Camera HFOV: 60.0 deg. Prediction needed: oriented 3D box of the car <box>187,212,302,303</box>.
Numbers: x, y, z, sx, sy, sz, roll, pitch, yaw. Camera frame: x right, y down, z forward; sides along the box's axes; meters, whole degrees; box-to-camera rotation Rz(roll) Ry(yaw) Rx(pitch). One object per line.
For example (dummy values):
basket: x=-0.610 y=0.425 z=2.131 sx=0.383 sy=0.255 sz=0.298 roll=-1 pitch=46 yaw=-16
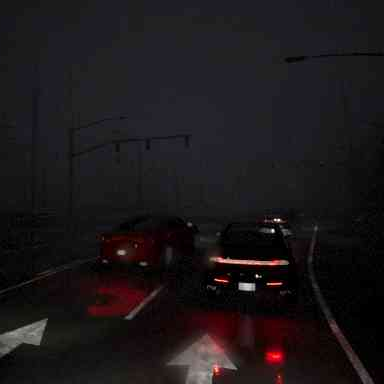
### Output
car: x=1.548 y=1.492 z=8.347 sx=2.128 sy=1.511 sz=4.902 roll=0 pitch=0 yaw=13

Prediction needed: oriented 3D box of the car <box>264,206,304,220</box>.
car: x=4.617 y=1.505 z=17.228 sx=1.837 sy=1.490 sz=4.892 roll=0 pitch=0 yaw=21

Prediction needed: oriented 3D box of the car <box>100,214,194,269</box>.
car: x=-1.172 y=1.478 z=11.352 sx=1.882 sy=1.535 sz=5.008 roll=0 pitch=0 yaw=17
